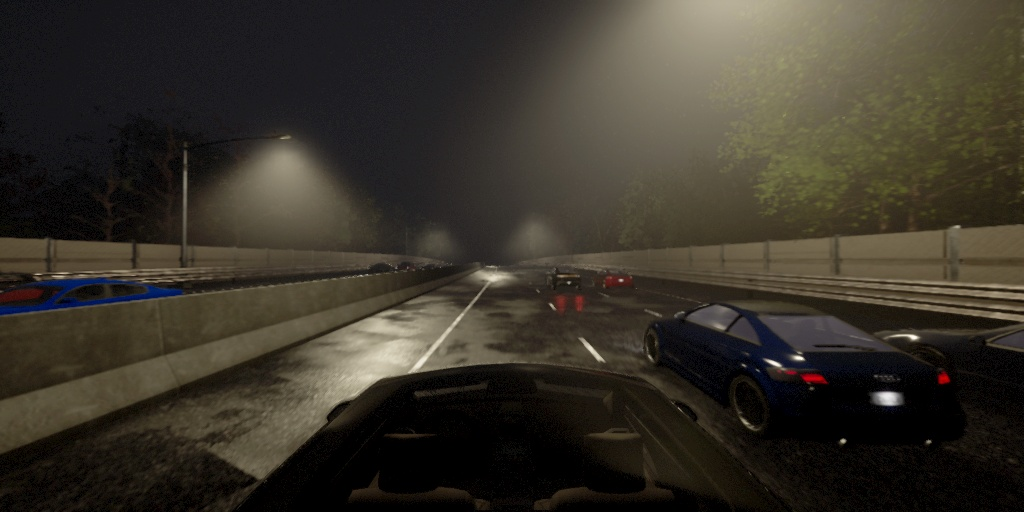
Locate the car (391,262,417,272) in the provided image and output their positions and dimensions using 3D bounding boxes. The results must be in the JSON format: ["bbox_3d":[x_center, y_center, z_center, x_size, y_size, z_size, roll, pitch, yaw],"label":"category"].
[{"bbox_3d":[-14.720,1.584,49.935,2.097,1.767,4.553,0,-1,-1],"label":"car"}]

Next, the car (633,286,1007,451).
[{"bbox_3d":[3.587,1.348,5.435,1.994,1.385,4.181,0,-1,0],"label":"car"}]

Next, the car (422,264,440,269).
[{"bbox_3d":[-11.215,1.779,49.946,2.033,1.411,5.357,0,-1,-1],"label":"car"}]

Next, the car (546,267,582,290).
[{"bbox_3d":[3.451,1.464,24.304,2.128,1.511,4.902,0,-1,-1],"label":"car"}]

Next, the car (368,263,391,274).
[{"bbox_3d":[-18.209,1.708,49.658,1.882,1.535,5.008,0,-1,-1],"label":"car"}]

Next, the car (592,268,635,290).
[{"bbox_3d":[6.943,1.540,24.908,1.994,1.385,4.181,0,-1,-1],"label":"car"}]

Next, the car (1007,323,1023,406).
[{"bbox_3d":[7.092,1.313,3.735,2.033,1.411,5.357,0,-1,0],"label":"car"}]

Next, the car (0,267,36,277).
[{"bbox_3d":[-14.119,1.179,8.492,2.097,1.767,4.553,0,-1,0],"label":"car"}]

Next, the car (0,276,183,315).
[{"bbox_3d":[-10.618,1.302,8.484,1.882,1.535,5.008,0,-1,0],"label":"car"}]
